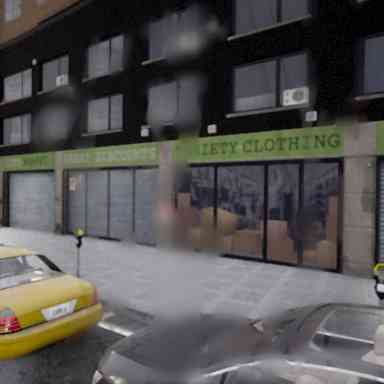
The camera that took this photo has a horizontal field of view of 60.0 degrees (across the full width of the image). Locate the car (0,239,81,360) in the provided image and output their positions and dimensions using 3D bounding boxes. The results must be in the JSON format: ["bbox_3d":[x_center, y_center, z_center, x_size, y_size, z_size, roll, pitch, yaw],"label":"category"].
[{"bbox_3d":[-3.597,1.489,5.676,4.829,1.417,1.752,0,1,36],"label":"car"}]

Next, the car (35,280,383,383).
[{"bbox_3d":[1.080,1.548,2.321,4.403,1.369,2.008,0,1,36],"label":"car"}]
